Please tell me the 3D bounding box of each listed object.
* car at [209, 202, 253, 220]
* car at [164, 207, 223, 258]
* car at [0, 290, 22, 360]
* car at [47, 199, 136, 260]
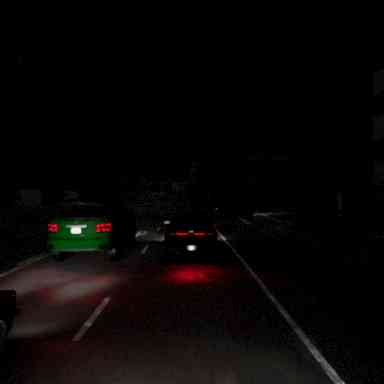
[{"bbox_3d":[3.286,1.594,29.082,4.902,1.511,2.128,-1,-2,-41],"label":"car"},{"bbox_3d":[-0.055,1.551,13.044,1.837,1.490,4.892,0,0,-1],"label":"car"},{"bbox_3d":[-3.418,1.612,2.747,1.895,1.301,4.718,0,0,0],"label":"car"},{"bbox_3d":[-3.542,1.268,12.717,2.150,2.045,5.566,0,0,-1],"label":"car"}]
